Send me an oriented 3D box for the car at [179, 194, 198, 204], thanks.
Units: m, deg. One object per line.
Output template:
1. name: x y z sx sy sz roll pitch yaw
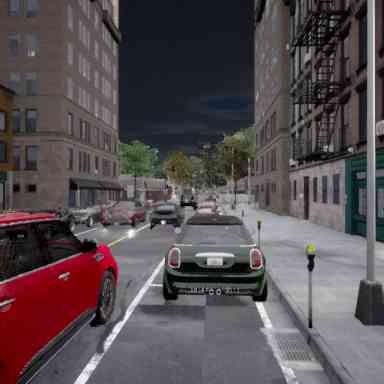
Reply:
1. car: -0.411 1.237 43.612 2.150 2.045 5.566 0 0 5

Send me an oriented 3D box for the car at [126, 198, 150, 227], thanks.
1. car: -4.469 1.353 22.489 2.097 1.767 4.553 0 0 3

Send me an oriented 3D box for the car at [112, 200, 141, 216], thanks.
1. car: -6.396 1.532 33.054 1.752 1.417 4.829 0 0 3

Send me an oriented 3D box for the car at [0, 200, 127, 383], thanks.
1. car: -2.593 1.217 3.982 2.150 2.045 5.566 0 0 3

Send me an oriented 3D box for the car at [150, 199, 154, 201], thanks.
1. car: -6.065 1.451 38.734 1.967 1.590 4.097 0 0 3

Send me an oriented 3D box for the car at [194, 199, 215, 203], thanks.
1. car: 1.315 1.530 27.421 1.752 1.417 4.829 0 0 3

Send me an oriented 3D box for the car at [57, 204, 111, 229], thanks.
1. car: -7.027 1.551 22.205 2.008 1.369 4.403 0 0 3

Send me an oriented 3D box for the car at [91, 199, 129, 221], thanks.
1. car: -6.707 1.443 27.715 1.967 1.590 4.097 0 0 3

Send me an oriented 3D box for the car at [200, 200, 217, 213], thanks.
1. car: 1.947 1.594 38.269 1.802 1.307 4.206 0 0 3

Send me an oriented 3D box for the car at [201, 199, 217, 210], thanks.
1. car: 2.268 1.582 43.778 1.947 1.339 4.313 0 0 3

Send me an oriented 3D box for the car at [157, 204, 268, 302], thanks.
1. car: 0.563 1.352 8.491 2.097 1.767 4.553 0 0 3

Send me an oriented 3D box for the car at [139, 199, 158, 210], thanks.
1. car: -5.744 1.597 44.244 1.802 1.307 4.206 0 0 3

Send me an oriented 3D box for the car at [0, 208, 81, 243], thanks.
1. car: -7.348 1.565 16.696 1.947 1.339 4.313 0 0 3

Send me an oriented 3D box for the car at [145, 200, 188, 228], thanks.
1. car: -1.541 1.508 22.020 1.837 1.490 4.892 0 1 3

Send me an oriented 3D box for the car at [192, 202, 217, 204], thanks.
1. car: 0.984 1.583 21.742 1.802 1.307 4.206 0 0 3
